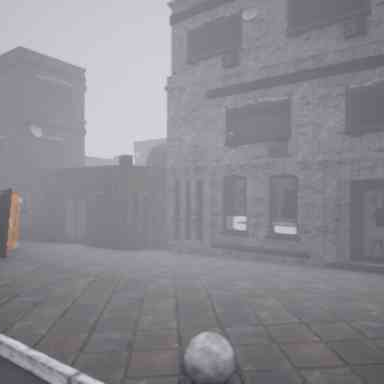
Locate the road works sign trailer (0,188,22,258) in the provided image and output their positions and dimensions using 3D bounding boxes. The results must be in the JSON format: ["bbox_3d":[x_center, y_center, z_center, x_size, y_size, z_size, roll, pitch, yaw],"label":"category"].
[{"bbox_3d":[-7.529,1.118,12.445,2.880,2.380,3.560,7,-8,-40],"label":"road works sign trailer"}]
